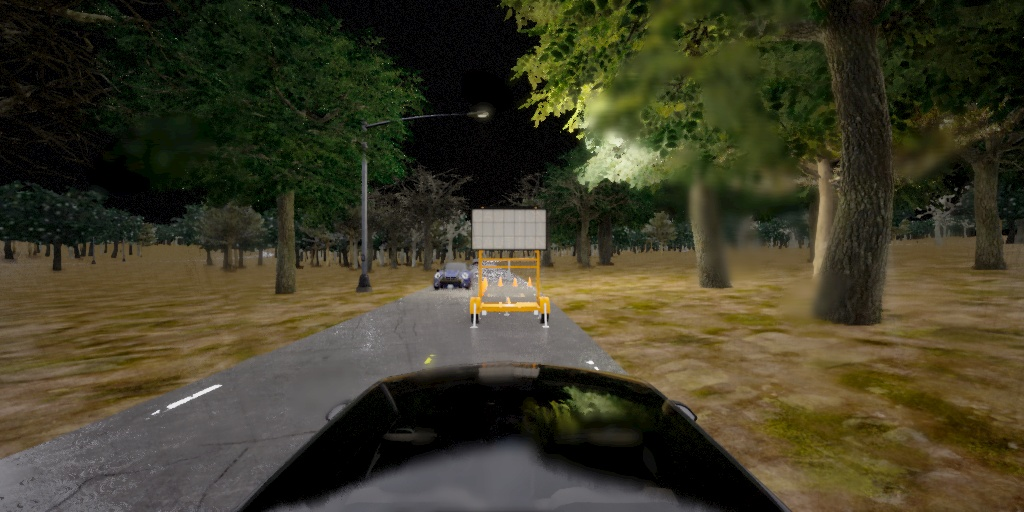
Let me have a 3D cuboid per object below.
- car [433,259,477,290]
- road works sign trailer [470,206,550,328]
[{"bbox_3d":[-3.540,1.130,22.336,2.097,1.767,4.553,0,0,-3],"label":"car"},{"bbox_3d":[-0.093,0.225,11.424,2.380,3.560,2.880,0,0,-2],"label":"road works sign trailer"}]
